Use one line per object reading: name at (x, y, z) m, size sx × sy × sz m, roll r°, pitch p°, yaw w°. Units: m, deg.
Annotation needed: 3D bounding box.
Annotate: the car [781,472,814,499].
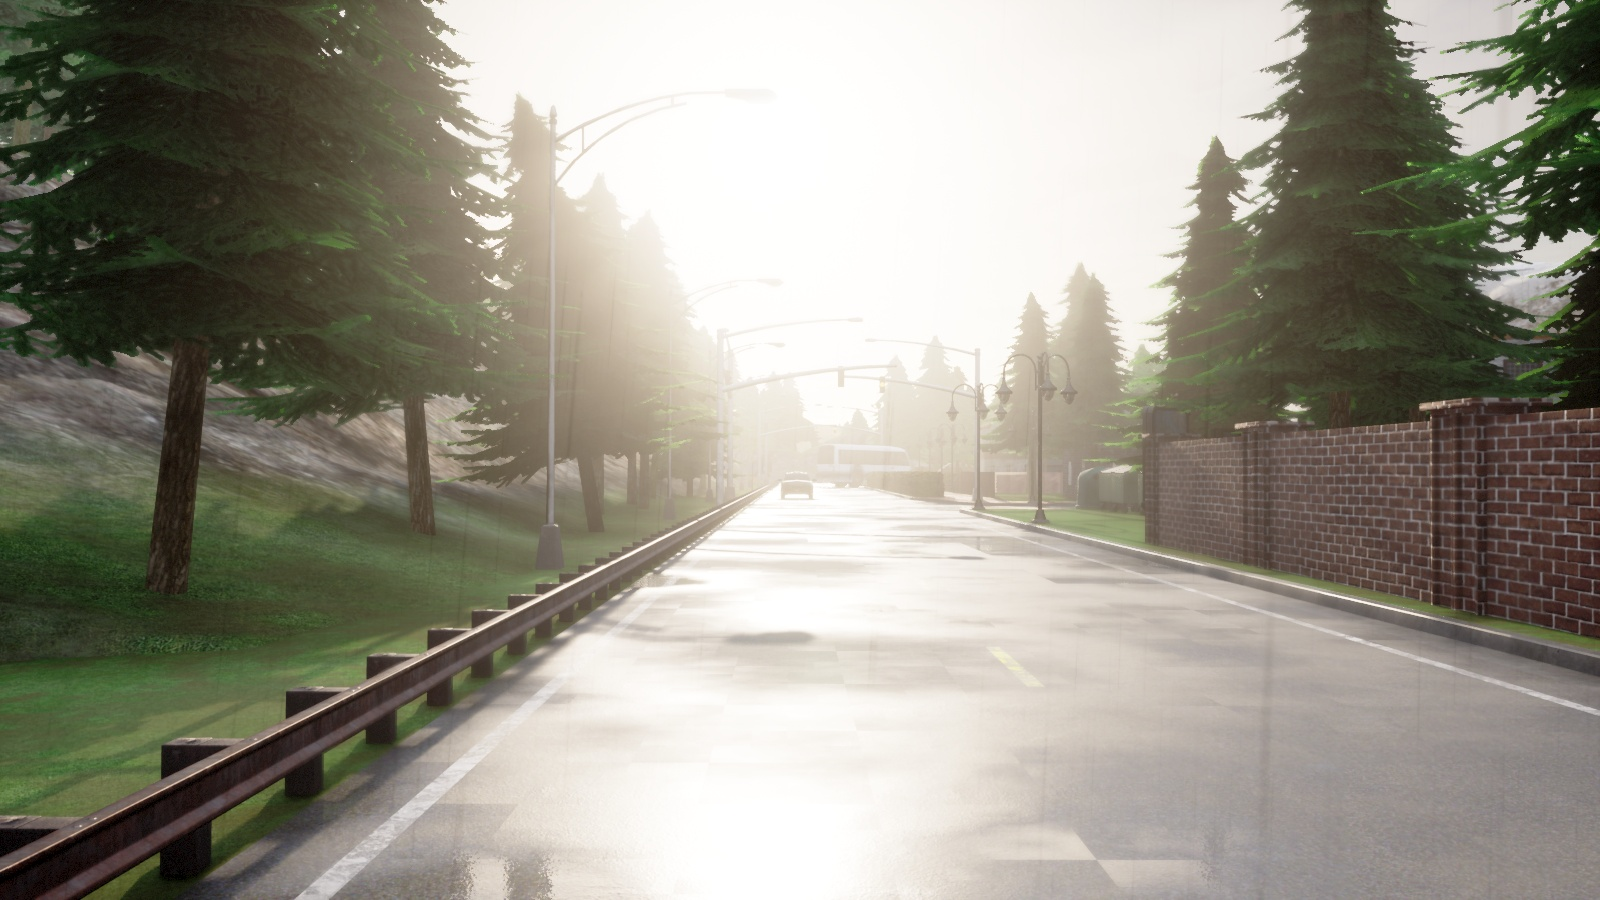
car at (-0.162, 2.029, 72.178) m, size 1.837 × 1.490 × 4.892 m, roll 0°, pitch -1°, yaw 0°
